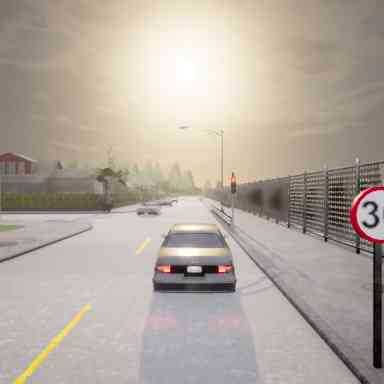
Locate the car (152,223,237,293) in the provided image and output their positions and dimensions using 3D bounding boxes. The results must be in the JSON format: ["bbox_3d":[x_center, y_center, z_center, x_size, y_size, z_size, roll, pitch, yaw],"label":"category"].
[{"bbox_3d":[0.070,1.547,8.967,2.033,1.411,5.357,0,0,1],"label":"car"}]

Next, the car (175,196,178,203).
[{"bbox_3d":[-3.877,1.548,68.616,2.033,1.411,5.357,0,0,0],"label":"car"}]

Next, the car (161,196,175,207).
[{"bbox_3d":[-4.003,1.564,49.803,1.994,1.385,4.181,0,0,0],"label":"car"}]

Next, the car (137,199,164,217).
[{"bbox_3d":[-4.043,1.601,31.627,1.895,1.301,4.718,0,0,0],"label":"car"}]
